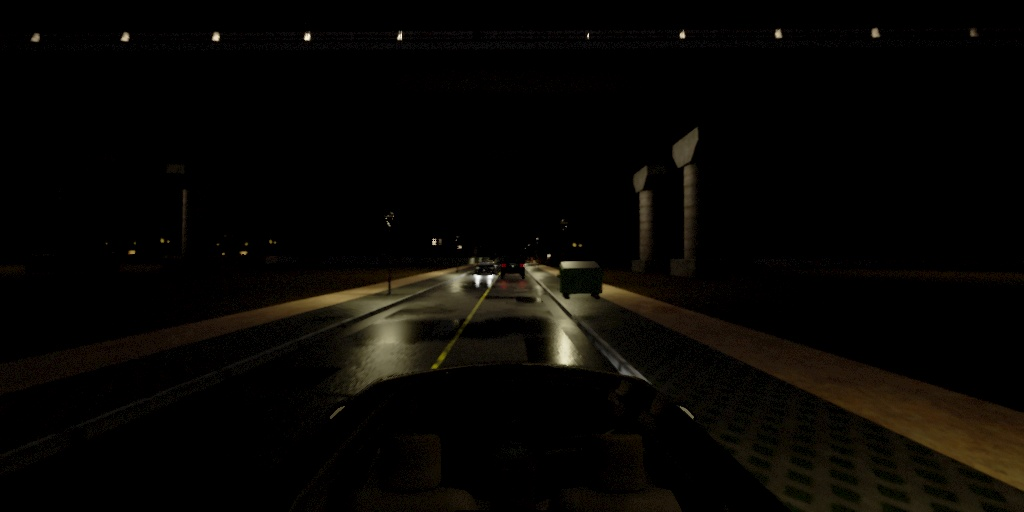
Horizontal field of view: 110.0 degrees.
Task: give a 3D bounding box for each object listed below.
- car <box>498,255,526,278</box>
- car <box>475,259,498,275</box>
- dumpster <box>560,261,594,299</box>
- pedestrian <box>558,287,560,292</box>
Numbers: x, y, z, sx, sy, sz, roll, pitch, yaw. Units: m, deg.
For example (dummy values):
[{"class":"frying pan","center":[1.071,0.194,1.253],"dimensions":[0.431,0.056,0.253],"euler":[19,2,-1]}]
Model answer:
[{"class":"car","center":[0.064,0.940,33.118],"dimensions":[2.150,2.045,5.566],"euler":[0,1,0]},{"class":"car","center":[-2.842,1.271,38.732],"dimensions":[1.994,1.385,4.181],"euler":[0,0,0]},{"class":"dumpster","center":[3.007,1.131,16.828],"dimensions":[1.020,1.700,1.940],"euler":[0,0,0]},{"class":"pedestrian","center":[2.599,1.155,17.860],"dimensions":[0.375,1.300,0.375],"euler":[1,-1,0]}]
